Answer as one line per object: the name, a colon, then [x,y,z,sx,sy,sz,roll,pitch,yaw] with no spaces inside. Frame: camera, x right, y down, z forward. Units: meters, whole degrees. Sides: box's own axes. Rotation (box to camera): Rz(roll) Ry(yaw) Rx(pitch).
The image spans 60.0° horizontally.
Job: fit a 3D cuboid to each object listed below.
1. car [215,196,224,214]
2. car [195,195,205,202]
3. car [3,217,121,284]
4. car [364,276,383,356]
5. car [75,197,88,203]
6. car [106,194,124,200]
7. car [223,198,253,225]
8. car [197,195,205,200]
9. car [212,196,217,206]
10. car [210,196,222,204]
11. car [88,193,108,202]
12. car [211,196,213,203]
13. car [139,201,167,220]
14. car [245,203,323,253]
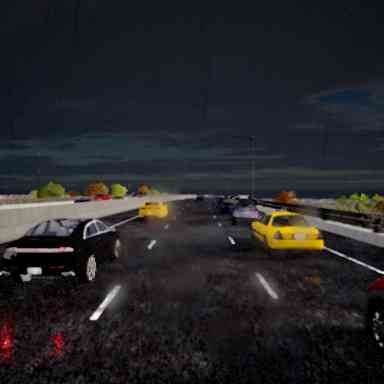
car: [3.872,1.497,35.163,2.163,1.488,4.792,0,0,1]
car: [1.762,1.508,77.785,1.994,1.385,4.181,0,0,3]
car: [-3.363,1.476,9.552,2.128,1.511,4.902,0,0,0]
car: [3.610,1.348,3.109,2.097,1.767,4.553,0,0,0]
car: [-19.901,1.638,61.384,1.895,1.301,4.718,0,0,2]
car: [-13.031,1.511,58.315,1.882,1.535,5.008,0,0,2]
car: [3.679,1.412,24.212,2.033,1.649,4.856,0,0,1]
car: [2.603,1.508,94.651,2.128,1.511,4.902,0,0,3]
car: [4.135,1.517,46.052,1.837,1.490,4.892,0,0,2]
car: [4.869,1.572,67.915,2.163,1.488,4.792,0,0,2]
car: [-16.448,1.258,60.276,2.150,2.045,5.566,0,0,3]
car: [4.466,1.515,56.970,1.882,1.535,5.008,0,0,2]
car: [-3.155,1.459,27.892,1.882,1.535,5.008,0,0,1]
car: [3.556,1.438,13.479,1.801,1.575,5.366,0,0,0]
